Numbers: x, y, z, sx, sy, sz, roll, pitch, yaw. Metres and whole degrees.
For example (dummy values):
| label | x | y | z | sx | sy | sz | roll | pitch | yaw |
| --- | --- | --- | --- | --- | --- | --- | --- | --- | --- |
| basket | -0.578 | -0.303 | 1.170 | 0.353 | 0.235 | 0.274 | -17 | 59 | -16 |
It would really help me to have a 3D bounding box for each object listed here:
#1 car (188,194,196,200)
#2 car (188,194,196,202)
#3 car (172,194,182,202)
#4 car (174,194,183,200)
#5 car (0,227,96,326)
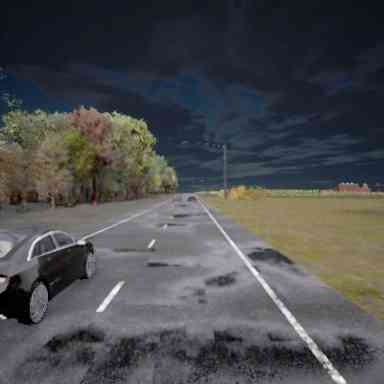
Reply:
| label | x | y | z | sx | sy | sz | roll | pitch | yaw |
| --- | --- | --- | --- | --- | --- | --- | --- | --- | --- |
| car | 0.000 | 1.265 | 85.964 | 1.882 | 1.535 | 5.008 | 0 | 0 | 0 |
| car | 0.001 | 1.421 | 75.541 | 1.837 | 1.490 | 4.892 | 0 | 0 | 0 |
| car | -3.498 | 1.453 | 75.541 | 2.128 | 1.511 | 4.902 | 0 | 0 | 0 |
| car | -3.499 | 1.319 | 85.965 | 2.128 | 1.511 | 4.902 | 0 | 0 | 0 |
| car | -3.495 | 1.495 | 7.050 | 2.128 | 1.511 | 4.902 | 0 | 0 | 0 |
